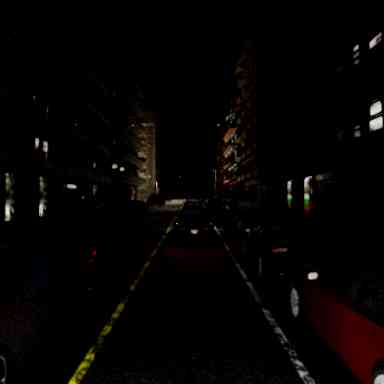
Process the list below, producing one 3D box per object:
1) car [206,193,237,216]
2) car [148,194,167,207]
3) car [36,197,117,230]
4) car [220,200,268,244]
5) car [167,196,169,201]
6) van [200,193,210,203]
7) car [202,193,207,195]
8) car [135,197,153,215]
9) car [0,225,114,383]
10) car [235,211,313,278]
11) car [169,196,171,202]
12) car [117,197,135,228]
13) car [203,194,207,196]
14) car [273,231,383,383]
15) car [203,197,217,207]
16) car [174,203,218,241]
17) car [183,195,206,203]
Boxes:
[{"bbox_3d":[2.558,1.214,26.347,2.192,1.841,5.009,1,0,0],"label":"car"},{"bbox_3d":[-5.285,1.158,48.529,2.192,1.841,5.009,1,0,0],"label":"car"},{"bbox_3d":[-5.289,1.253,15.347,2.192,1.841,5.009,1,0,0],"label":"car"},{"bbox_3d":[2.595,1.378,15.286,1.967,1.590,4.097,1,0,0],"label":"car"},{"bbox_3d":[-5.290,1.378,54.061,1.887,1.381,4.507,1,0,0],"label":"car"},{"bbox_3d":[2.562,1.163,65.067,1.690,1.788,3.998,1,0,0],"label":"van"},{"bbox_3d":[2.562,1.142,59.536,2.192,1.841,5.009,1,0,0],"label":"car"},{"bbox_3d":[-5.293,1.447,31.940,1.947,1.339,4.313,1,0,0],"label":"car"},{"bbox_3d":[-2.848,1.526,4.924,2.033,1.411,5.357,0,0,0],"label":"car"},{"bbox_3d":[2.585,1.504,9.754,1.887,1.381,4.507,1,0,0],"label":"car"},{"bbox_3d":[-5.289,1.400,70.655,1.802,1.307,4.206,1,0,0],"label":"car"},{"bbox_3d":[-5.288,1.233,20.877,2.192,1.841,5.009,1,0,0],"label":"car"},{"bbox_3d":[2.556,1.308,37.411,1.967,1.590,4.097,1,0,0],"label":"car"},{"bbox_3d":[2.584,1.527,4.224,1.887,1.381,4.507,1,0,0],"label":"car"},{"bbox_3d":[2.555,1.425,48.474,1.802,1.307,4.206,1,0,0],"label":"car"},{"bbox_3d":[0.088,1.460,16.188,1.812,1.442,4.674,0,0,0],"label":"car"},{"bbox_3d":[0.107,1.368,33.857,2.128,1.511,4.902,0,0,0],"label":"car"}]
